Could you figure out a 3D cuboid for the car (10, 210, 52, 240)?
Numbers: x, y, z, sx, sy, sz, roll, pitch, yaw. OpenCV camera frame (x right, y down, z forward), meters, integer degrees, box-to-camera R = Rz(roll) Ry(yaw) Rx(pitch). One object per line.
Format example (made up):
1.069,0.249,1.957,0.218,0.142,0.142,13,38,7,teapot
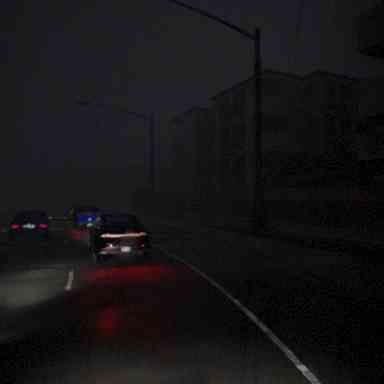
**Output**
-8.905,1.734,18.478,2.033,1.411,5.357,0,0,-23,car

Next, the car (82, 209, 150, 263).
-2.902,1.599,12.710,2.128,1.511,4.902,0,0,-20,car

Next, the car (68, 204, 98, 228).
-7.698,1.696,24.217,1.882,1.535,5.008,0,-1,-23,car
